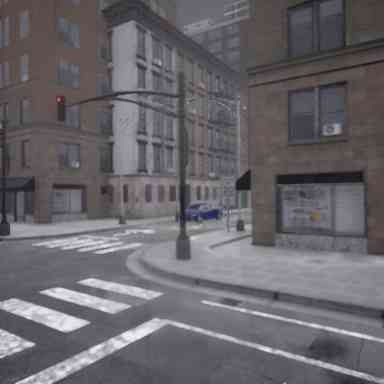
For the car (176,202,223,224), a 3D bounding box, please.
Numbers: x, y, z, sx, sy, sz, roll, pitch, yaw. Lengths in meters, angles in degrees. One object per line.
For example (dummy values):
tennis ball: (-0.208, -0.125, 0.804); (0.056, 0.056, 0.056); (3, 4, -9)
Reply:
car: (0.657, 1.566, 25.968); (1.882, 1.535, 5.008); (-1, 0, 32)
